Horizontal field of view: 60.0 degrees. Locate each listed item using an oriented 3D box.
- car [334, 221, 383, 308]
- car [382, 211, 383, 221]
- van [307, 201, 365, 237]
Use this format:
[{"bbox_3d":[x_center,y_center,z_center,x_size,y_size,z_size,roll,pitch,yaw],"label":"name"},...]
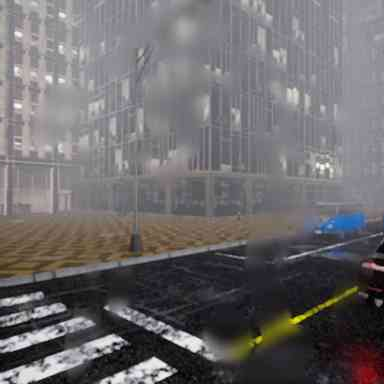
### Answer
[{"bbox_3d":[5.122,1.500,6.945,4.902,1.511,2.128,0,0,-44],"label":"car"},{"bbox_3d":[15.821,1.600,25.121,4.507,1.381,1.887,0,0,-44],"label":"car"},{"bbox_3d":[7.540,1.390,17.319,3.998,1.788,1.690,0,0,-44],"label":"van"}]
